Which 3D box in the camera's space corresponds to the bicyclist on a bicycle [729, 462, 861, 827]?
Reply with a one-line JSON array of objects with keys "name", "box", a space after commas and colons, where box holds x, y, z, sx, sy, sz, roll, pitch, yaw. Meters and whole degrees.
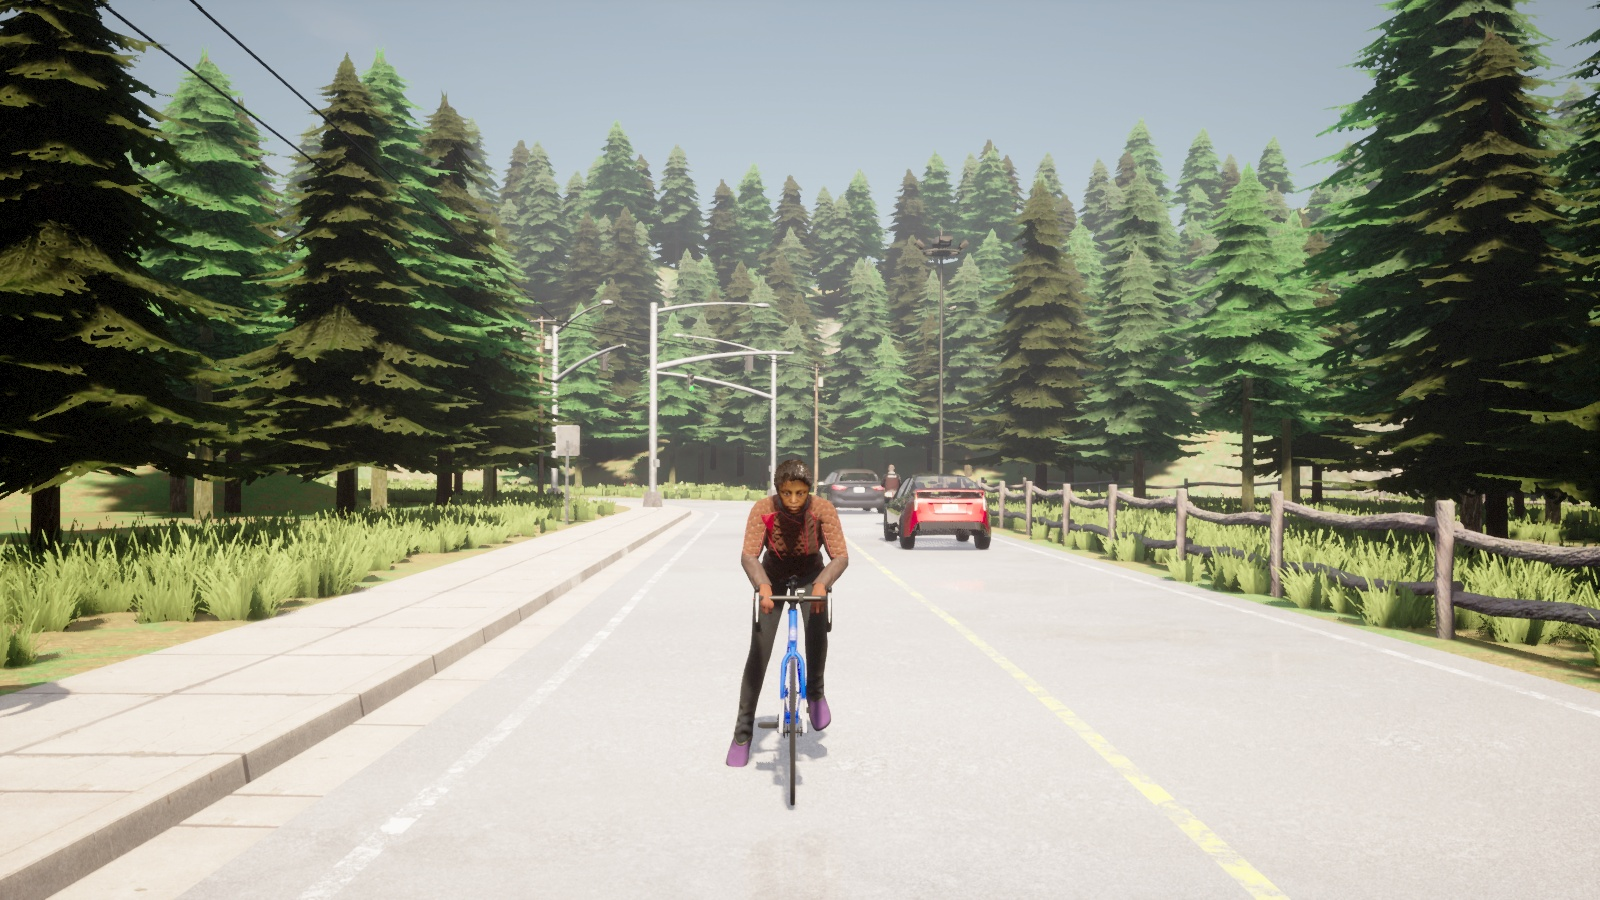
[{"name": "bicyclist on a bicycle", "box": [-0.030, 0.875, 6.417, 0.582, 1.620, 1.656, 0, -1, -1]}]

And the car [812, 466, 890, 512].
[{"name": "car", "box": [1.886, 1.466, 48.152, 2.242, 1.667, 4.611, 0, -1, -8]}]

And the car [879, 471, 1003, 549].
[{"name": "car", "box": [2.901, 1.207, 26.798, 2.007, 1.525, 4.514, 0, -1, -2]}]
